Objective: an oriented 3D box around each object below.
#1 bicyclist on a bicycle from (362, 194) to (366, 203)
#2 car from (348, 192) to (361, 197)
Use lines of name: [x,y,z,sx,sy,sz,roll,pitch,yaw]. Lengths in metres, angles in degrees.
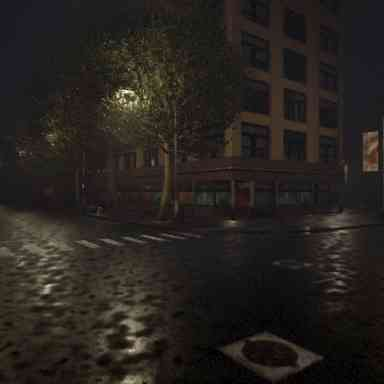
bicyclist on a bicycle: [34.143,1.307,65.970,1.656,1.620,0.582,0,0,-36]
car: [39.927,1.316,84.591,2.002,1.452,4.674,0,0,-36]
